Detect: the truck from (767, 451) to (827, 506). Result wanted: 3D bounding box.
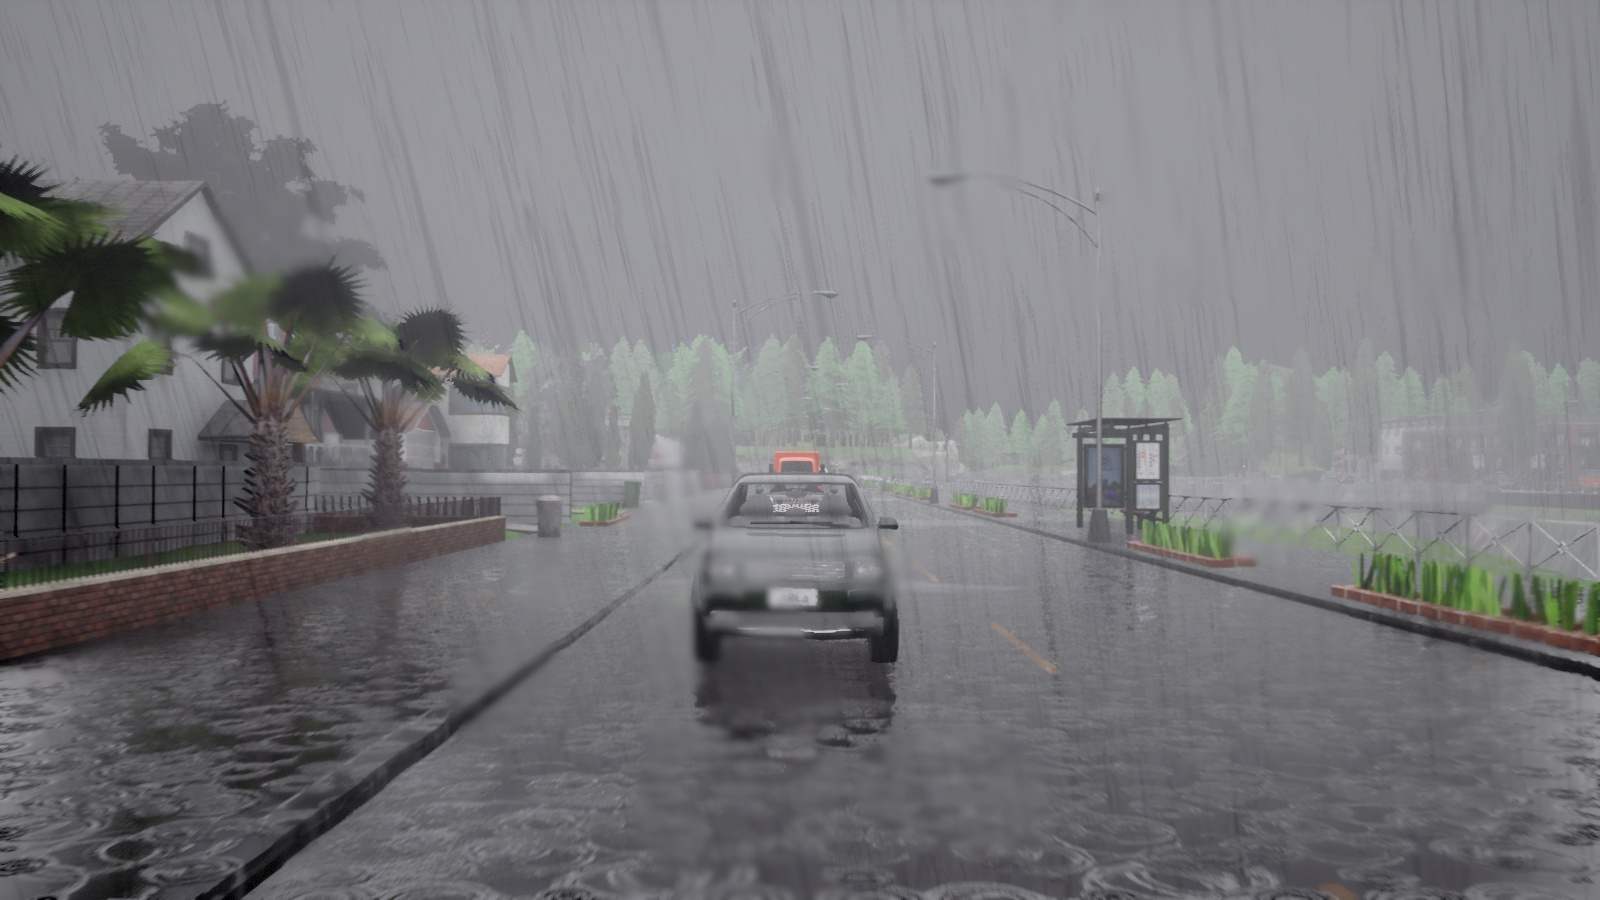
[{"bbox_3d":[-0.139,1.306,58.413,2.627,2.467,5.204,0,-1,0],"label":"truck"}]

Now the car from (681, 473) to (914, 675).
[{"bbox_3d":[-0.027,0.986,11.533,1.789,1.549,3.705,0,-1,0],"label":"car"}]
